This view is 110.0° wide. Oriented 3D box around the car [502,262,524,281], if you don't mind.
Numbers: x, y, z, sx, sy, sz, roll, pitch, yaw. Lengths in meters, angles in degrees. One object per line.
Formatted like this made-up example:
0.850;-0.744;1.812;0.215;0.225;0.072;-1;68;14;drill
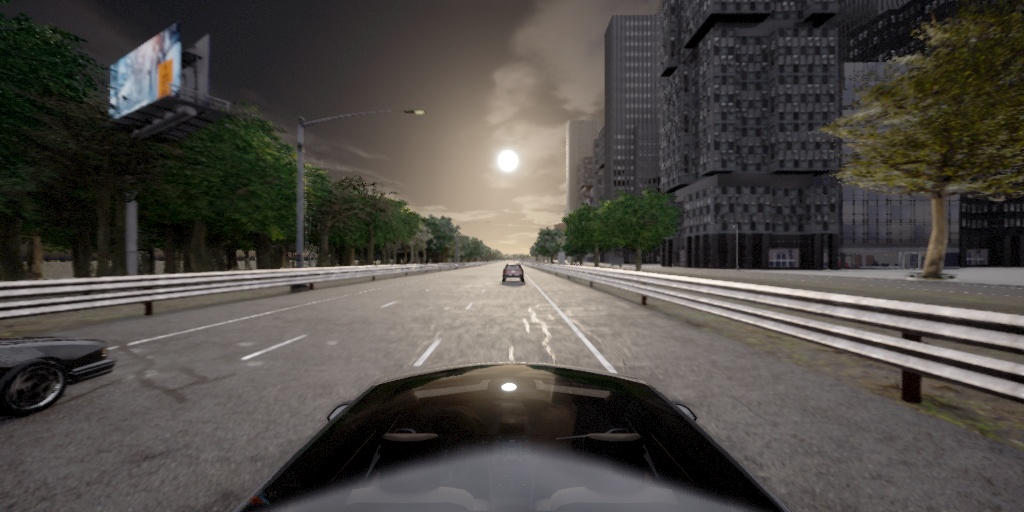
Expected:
0.113;1.451;33.623;2.033;1.649;4.856;0;-1;0;car

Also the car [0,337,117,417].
-6.909;1.299;2.888;2.033;1.411;5.357;0;0;0;car
